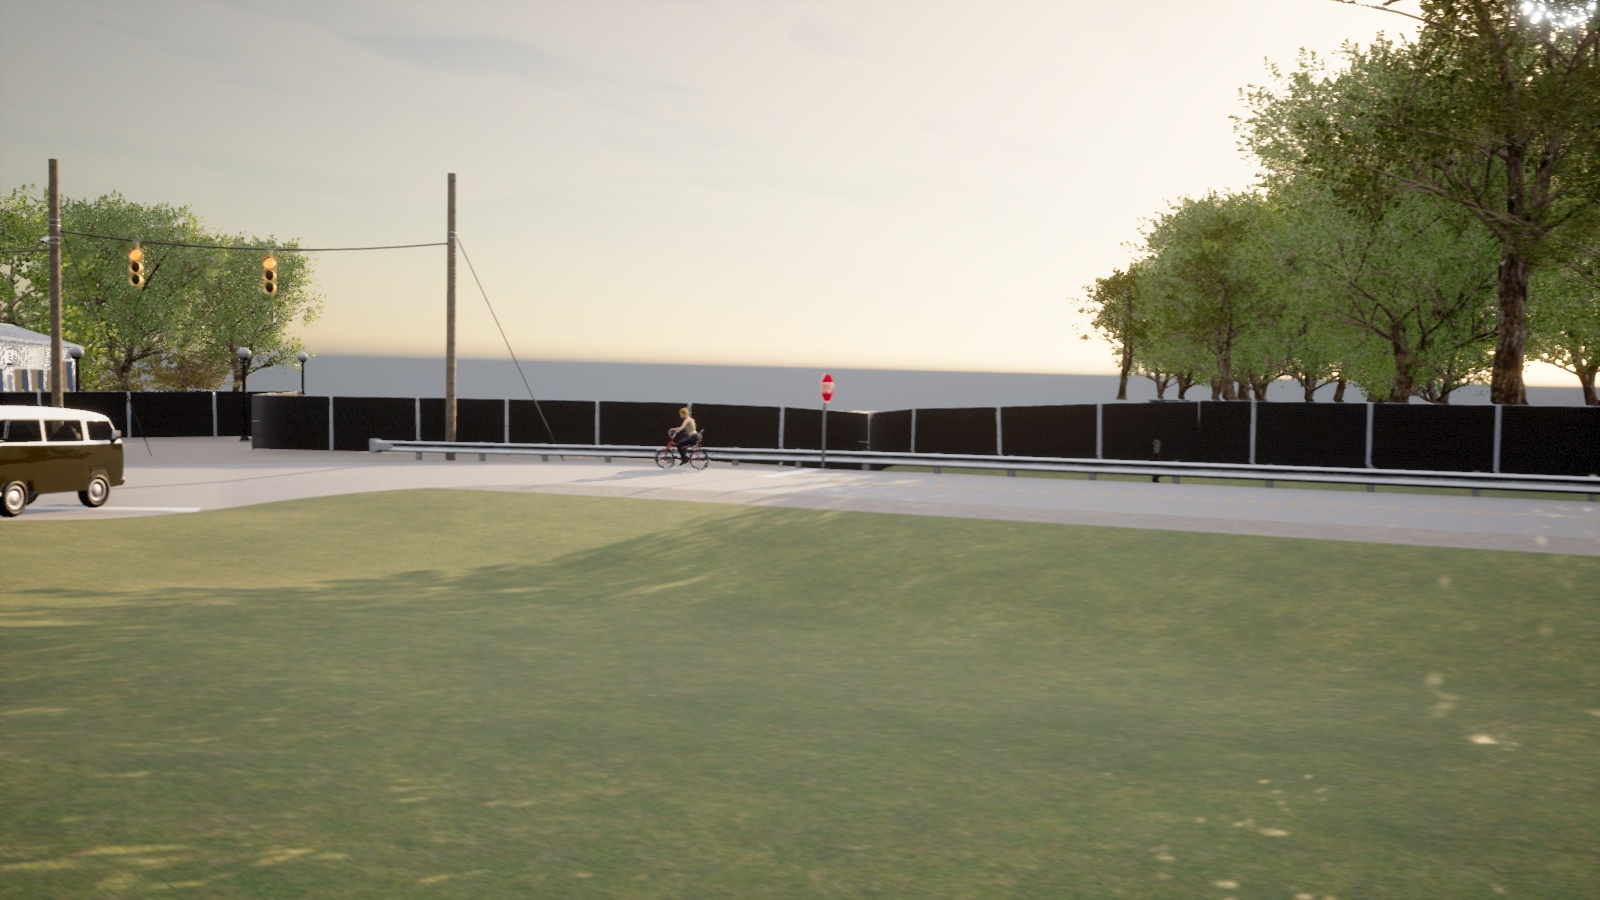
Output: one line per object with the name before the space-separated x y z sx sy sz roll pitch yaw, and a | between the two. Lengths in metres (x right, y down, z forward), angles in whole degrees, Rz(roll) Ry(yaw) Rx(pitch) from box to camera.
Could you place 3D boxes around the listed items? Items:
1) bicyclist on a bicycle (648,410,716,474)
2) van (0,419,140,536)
bicyclist on a bicycle | -3.070 -0.221 32.696 1.509 1.612 0.866 0 4 18
van | -14.974 0.436 24.109 2.069 2.038 4.480 0 1 3
